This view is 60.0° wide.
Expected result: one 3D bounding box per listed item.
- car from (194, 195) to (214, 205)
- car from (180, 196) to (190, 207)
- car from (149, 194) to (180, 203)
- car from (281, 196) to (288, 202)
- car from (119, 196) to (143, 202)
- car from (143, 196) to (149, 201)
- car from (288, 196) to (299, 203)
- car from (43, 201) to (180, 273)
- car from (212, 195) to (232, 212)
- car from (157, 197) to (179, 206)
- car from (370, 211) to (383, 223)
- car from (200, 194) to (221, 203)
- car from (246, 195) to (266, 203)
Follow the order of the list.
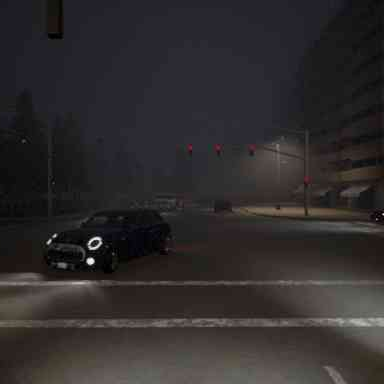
[{"bbox_3d":[2.071,1.489,59.866,2.128,1.511,4.902,0,0,30],"label":"car"},{"bbox_3d":[-1.813,1.350,50.398,2.097,1.767,4.553,0,0,16],"label":"car"},{"bbox_3d":[-3.272,1.220,40.398,2.150,2.045,5.566,0,0,6],"label":"car"},{"bbox_3d":[21.938,1.523,73.634,4.902,1.511,2.128,0,0,-22],"label":"car"},{"bbox_3d":[-6.921,1.490,35.286,2.128,1.511,4.902,0,0,2],"label":"car"},{"bbox_3d":[-6.370,1.350,44.371,2.097,1.767,4.553,0,0,7],"label":"car"},{"bbox_3d":[23.284,1.593,70.392,4.718,1.301,1.895,0,0,-22],"label":"car"},{"bbox_3d":[-2.477,1.356,10.827,2.097,1.767,4.553,0,0,26],"label":"car"},{"bbox_3d":[3.611,1.476,38.975,1.882,1.535,5.008,0,0,3],"label":"car"},{"bbox_3d":[-3.909,1.524,55.229,1.812,1.442,4.674,0,0,21],"label":"car"},{"bbox_3d":[15.563,1.655,24.055,4.718,1.301,1.895,0,0,0],"label":"car"},{"bbox_3d":[3.909,1.348,68.810,2.097,1.767,4.553,0,0,41],"label":"car"},{"bbox_3d":[13.142,1.475,68.108,5.008,1.535,1.882,0,0,-41],"label":"car"}]
